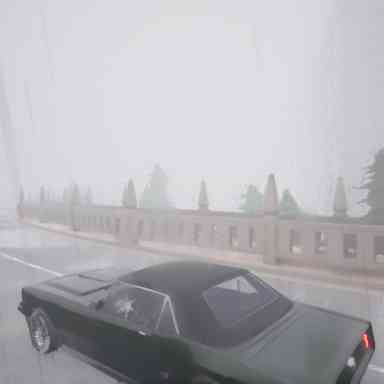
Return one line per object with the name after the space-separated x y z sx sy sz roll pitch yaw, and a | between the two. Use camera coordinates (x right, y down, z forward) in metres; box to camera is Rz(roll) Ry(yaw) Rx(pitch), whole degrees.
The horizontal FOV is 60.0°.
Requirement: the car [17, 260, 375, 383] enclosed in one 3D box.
-0.367 1.624 4.419 4.718 1.301 1.895 0 0 38 | car
